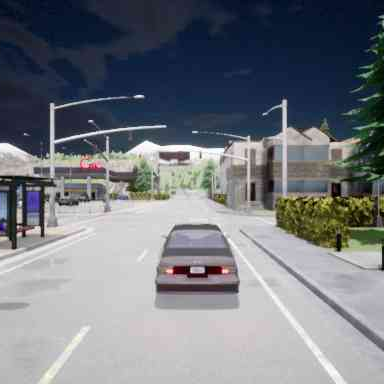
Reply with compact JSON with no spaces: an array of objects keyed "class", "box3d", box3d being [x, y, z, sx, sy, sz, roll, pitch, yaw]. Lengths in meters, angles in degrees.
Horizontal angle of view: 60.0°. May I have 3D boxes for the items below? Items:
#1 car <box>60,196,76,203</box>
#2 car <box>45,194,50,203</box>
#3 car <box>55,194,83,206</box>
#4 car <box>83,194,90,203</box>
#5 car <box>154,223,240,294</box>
[{"class":"car","box3d":[-25.896,1.543,69.582,1.970,1.475,3.806,0,0,0]},{"class":"car","box3d":[-25.842,1.281,61.103,1.932,1.855,4.605,0,0,0]},{"class":"car","box3d":[-18.882,1.483,51.105,2.007,1.523,4.514,0,0,0]},{"class":"car","box3d":[-22.571,1.259,68.977,1.905,1.878,3.866,0,0,0]},{"class":"car","box3d":[0.107,1.546,8.895,2.033,1.411,5.357,0,0,0]}]
